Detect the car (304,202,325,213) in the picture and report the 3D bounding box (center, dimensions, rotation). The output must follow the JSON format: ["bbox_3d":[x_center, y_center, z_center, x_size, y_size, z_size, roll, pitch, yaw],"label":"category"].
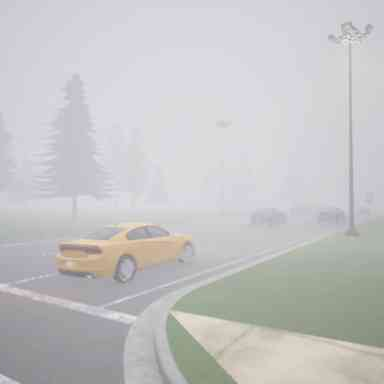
[{"bbox_3d":[19.895,2.452,53.839,2.097,1.767,4.553,-1,-1,35],"label":"car"}]

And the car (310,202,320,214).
[{"bbox_3d":[18.038,2.466,44.903,2.033,1.411,5.357,-1,-1,35],"label":"car"}]

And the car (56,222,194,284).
[{"bbox_3d":[-1.787,1.696,10.513,1.882,1.535,5.008,-3,-2,31],"label":"car"}]

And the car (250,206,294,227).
[{"bbox_3d":[6.595,2.070,28.283,2.128,1.511,4.902,-1,-2,35],"label":"car"}]

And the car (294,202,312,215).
[{"bbox_3d":[15.411,2.514,47.294,2.033,1.411,5.357,-1,-1,35],"label":"car"}]

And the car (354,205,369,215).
[{"bbox_3d":[24.277,2.576,47.711,1.895,1.301,4.718,-1,-1,35],"label":"car"}]

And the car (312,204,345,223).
[{"bbox_3d":[13.326,2.179,31.859,1.812,1.442,4.674,-1,-2,35],"label":"car"}]
